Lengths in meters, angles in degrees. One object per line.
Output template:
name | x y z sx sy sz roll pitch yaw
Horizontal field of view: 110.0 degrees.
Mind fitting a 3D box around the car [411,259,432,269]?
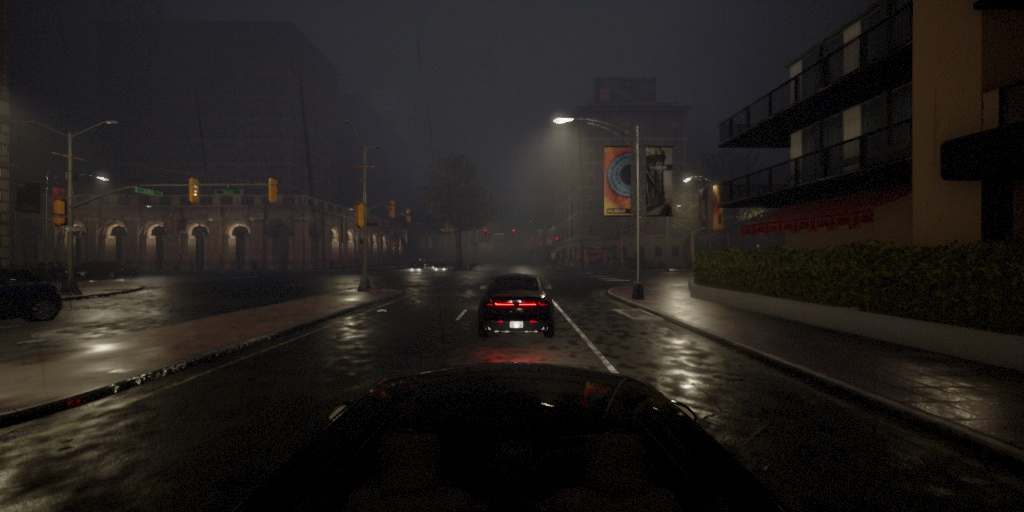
car | -14.857 1.224 57.885 2.128 1.511 4.902 0 0 0

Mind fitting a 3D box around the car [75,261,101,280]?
car | -36.930 1.233 28.810 4.902 1.511 2.128 0 0 0

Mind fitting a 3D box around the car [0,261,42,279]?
car | -46.128 1.218 32.330 5.008 1.535 1.882 0 0 0

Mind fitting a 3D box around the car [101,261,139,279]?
car | -36.674 1.218 32.310 5.008 1.535 1.882 0 0 0

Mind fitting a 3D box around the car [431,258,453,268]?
car | -11.352 1.296 58.656 1.994 1.385 4.181 0 0 0

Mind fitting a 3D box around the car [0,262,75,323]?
car | -14.976 1.099 9.091 2.097 1.767 4.553 0 0 0

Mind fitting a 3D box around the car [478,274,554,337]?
car | 0.109 1.252 10.259 1.837 1.490 4.892 0 0 0
